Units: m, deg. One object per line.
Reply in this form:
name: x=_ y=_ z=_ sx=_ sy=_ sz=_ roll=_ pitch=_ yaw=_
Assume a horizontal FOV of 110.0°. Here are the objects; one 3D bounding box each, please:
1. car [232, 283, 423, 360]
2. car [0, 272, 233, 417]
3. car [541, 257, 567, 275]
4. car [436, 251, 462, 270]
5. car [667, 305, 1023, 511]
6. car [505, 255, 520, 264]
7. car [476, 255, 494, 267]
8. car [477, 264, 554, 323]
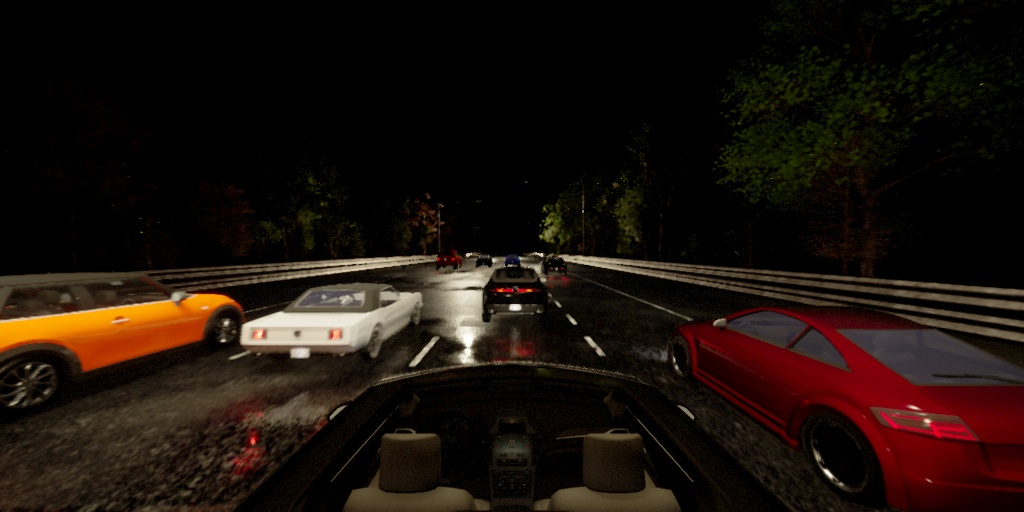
car: x=-3.420 y=1.256 z=8.026 sx=1.895 sy=1.301 sz=4.718 roll=0 pitch=1 yaw=0
car: x=-6.928 y=1.039 z=6.002 sx=2.097 sy=1.767 sz=4.553 roll=0 pitch=1 yaw=0
car: x=3.580 y=0.820 z=31.095 sx=2.128 sy=1.511 sz=4.902 roll=0 pitch=1 yaw=0
car: x=-6.926 y=0.430 z=39.952 sx=2.150 sy=2.045 sz=5.566 roll=0 pitch=0 yaw=0
car: x=3.598 y=1.273 z=4.343 sx=1.994 sy=1.385 sz=4.181 roll=0 pitch=1 yaw=0
car: x=0.068 y=0.571 z=48.867 sx=1.882 sy=1.535 sz=5.008 roll=0 pitch=0 yaw=0
car: x=-3.428 y=0.632 z=45.199 sx=2.128 sy=1.511 sz=4.902 roll=0 pitch=1 yaw=0
car: x=0.085 y=1.102 z=11.535 sx=1.837 sy=1.490 sz=4.892 roll=0 pitch=-1 yaw=0
